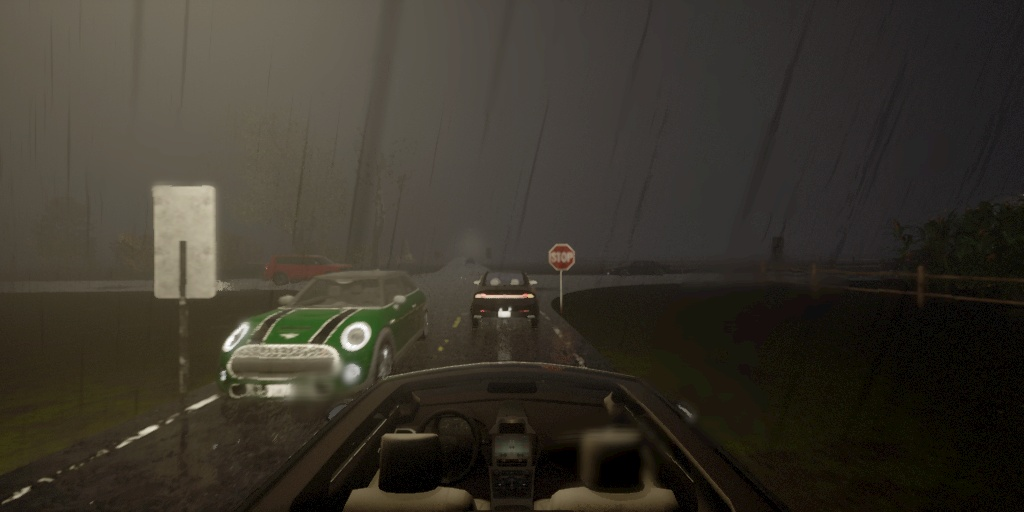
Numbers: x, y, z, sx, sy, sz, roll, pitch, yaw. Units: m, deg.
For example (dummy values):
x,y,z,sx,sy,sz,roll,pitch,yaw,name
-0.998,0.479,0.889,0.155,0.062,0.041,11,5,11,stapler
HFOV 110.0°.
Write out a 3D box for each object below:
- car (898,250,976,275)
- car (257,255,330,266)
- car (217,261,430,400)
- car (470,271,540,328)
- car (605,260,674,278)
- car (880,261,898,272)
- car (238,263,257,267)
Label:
x,y,z,sx,sy,sz,roll,pitch,yaw,name
35.215,0.546,29.014,5.566,2.045,2.150,-1,0,-6,car
-13.693,0.940,24.565,5.566,2.045,2.150,0,0,-4,car
-2.967,1.079,6.721,2.097,1.767,4.553,0,0,-2,car
-0.204,1.196,11.170,2.128,1.511,4.902,0,0,0,car
10.737,1.051,30.289,5.357,1.411,2.033,0,0,-4,car
36.373,0.850,32.824,4.181,1.385,1.994,0,0,-5,car
-20.107,1.289,27.873,5.357,1.411,2.033,0,0,-3,car
